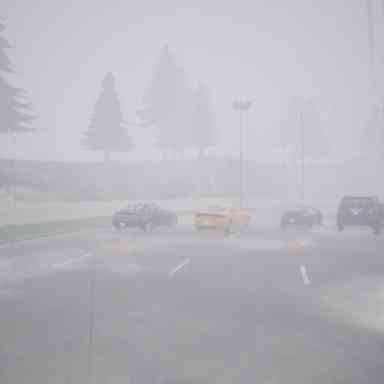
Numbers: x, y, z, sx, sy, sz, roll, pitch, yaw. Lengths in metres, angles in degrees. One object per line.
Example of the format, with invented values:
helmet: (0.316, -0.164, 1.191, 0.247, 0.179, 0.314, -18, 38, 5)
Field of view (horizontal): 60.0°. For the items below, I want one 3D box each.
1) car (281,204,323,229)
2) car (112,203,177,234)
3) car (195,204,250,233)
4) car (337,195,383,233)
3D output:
car: (7.081, 1.500, 21.354, 1.812, 1.442, 4.674, 0, 0, 32)
car: (-2.497, 1.401, 18.862, 2.128, 1.511, 4.902, 0, 0, 24)
car: (1.887, 1.419, 19.315, 1.882, 1.535, 5.008, 0, 0, 27)
car: (10.274, 1.226, 20.081, 2.150, 2.045, 5.566, 0, 0, 34)
